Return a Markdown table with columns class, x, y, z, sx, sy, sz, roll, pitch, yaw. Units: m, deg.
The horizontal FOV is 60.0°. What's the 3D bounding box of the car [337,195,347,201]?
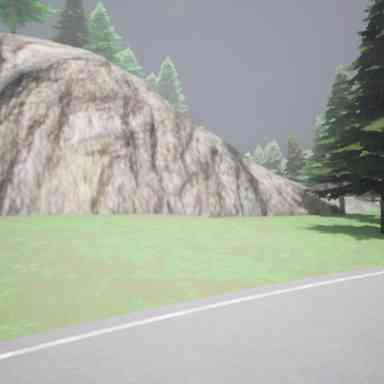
| class | x | y | z | sx | sy | sz | roll | pitch | yaw |
| --- | --- | --- | --- | --- | --- | --- | --- | --- | --- |
| car | 23.522 | 0.642 | 53.836 | 1.812 | 1.442 | 4.674 | -1 | 0 | -6 |
